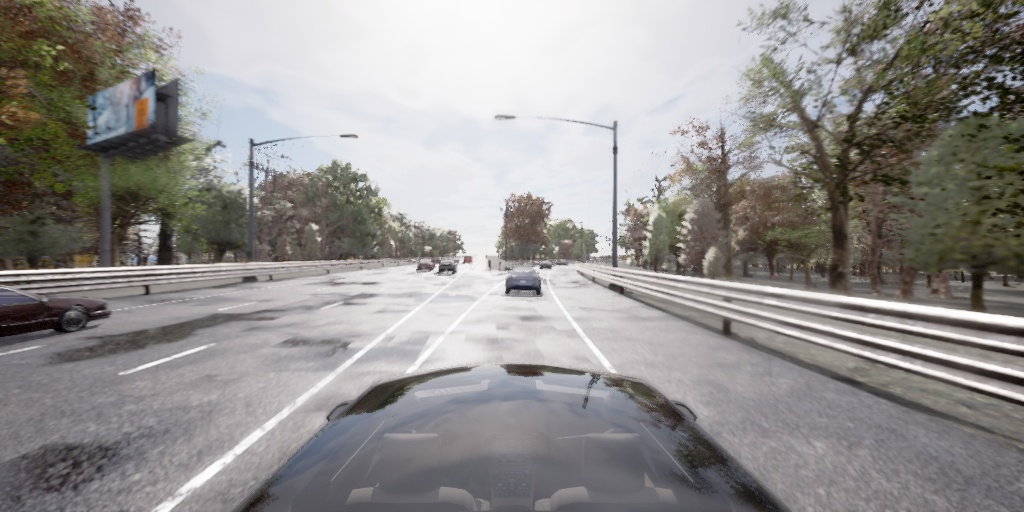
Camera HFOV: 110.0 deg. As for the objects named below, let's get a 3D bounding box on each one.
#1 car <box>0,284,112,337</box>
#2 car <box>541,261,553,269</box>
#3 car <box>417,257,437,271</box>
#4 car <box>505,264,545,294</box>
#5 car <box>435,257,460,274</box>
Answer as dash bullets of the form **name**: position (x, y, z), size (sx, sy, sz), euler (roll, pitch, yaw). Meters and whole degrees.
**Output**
- **car**: position (-11.738, 1.228, 7.284), size (2.033, 1.411, 5.357), euler (0, 0, -4)
- **car**: position (6.078, 1.562, 63.115), size (1.812, 1.442, 4.674), euler (0, 0, 11)
- **car**: position (-11.236, 1.224, 47.144), size (1.812, 1.442, 4.674), euler (0, 0, -4)
- **car**: position (0.691, 1.336, 20.822), size (1.994, 1.385, 4.181), euler (1, 0, 3)
- **car**: position (-7.262, 1.226, 41.003), size (1.837, 1.490, 4.892), euler (0, 0, -4)
